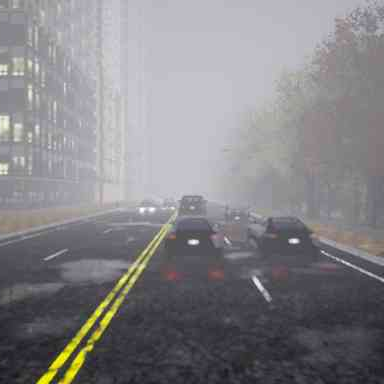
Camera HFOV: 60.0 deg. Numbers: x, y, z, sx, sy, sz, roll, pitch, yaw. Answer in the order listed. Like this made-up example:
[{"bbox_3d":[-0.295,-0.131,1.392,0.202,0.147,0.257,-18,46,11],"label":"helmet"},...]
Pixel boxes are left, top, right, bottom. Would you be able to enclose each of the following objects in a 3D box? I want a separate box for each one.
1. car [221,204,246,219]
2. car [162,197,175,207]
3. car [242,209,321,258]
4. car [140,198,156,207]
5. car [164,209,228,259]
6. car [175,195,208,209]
[{"bbox_3d":[3.302,1.594,26.284,1.895,1.301,4.718,0,0,0],"label":"car"},{"bbox_3d":[-3.416,1.520,49.498,2.033,1.411,5.357,0,0,0],"label":"car"},{"bbox_3d":[3.315,1.562,12.772,1.994,1.385,4.181,0,0,0],"label":"car"},{"bbox_3d":[-6.673,1.573,50.565,1.895,1.301,4.718,0,0,0],"label":"car"},{"bbox_3d":[0.064,1.562,12.553,1.994,1.385,4.181,0,0,0],"label":"car"},{"bbox_3d":[0.054,1.217,26.566,2.150,2.045,5.566,0,0,0],"label":"car"}]
